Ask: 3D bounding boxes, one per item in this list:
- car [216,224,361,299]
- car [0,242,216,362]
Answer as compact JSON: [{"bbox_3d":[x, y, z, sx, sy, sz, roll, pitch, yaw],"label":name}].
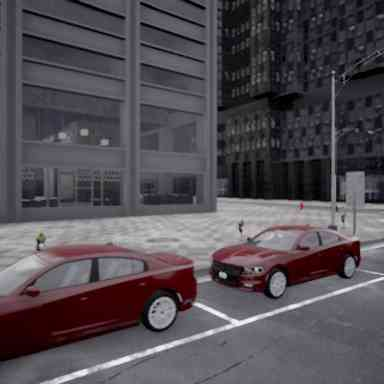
[{"bbox_3d":[2.497,1.534,8.437,4.507,1.381,1.887,0,0,-35],"label":"car"},{"bbox_3d":[-2.003,1.543,5.231,4.507,1.381,1.887,0,0,-35],"label":"car"}]
